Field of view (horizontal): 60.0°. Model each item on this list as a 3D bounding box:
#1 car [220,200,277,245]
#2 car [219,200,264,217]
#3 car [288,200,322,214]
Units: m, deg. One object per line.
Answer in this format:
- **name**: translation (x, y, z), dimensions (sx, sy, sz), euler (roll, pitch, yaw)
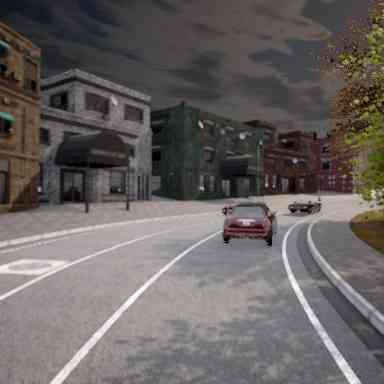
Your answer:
- **car**: translation (2.853, 1.300, 15.702), dimensions (2.097, 1.767, 4.553), euler (0, 0, 17)
- **car**: translation (4.575, 1.441, 30.117), dimensions (1.895, 1.301, 4.718), euler (0, 1, 40)
- **car**: translation (10.832, 1.367, 31.530), dimensions (1.895, 1.301, 4.718), euler (0, 1, 36)
